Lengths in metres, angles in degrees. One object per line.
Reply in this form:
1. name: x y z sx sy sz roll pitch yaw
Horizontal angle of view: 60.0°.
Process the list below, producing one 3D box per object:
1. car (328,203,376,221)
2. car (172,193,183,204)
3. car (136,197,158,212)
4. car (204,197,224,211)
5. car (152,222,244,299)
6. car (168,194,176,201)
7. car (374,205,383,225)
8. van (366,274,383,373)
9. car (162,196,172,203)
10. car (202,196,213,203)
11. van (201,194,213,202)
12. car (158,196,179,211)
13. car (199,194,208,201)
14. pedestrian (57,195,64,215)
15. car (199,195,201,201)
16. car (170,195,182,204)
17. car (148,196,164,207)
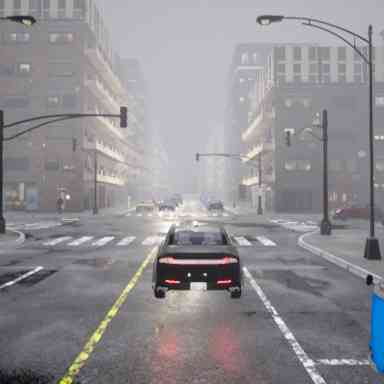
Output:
1. car: 13.715 1.608 28.068 4.097 1.590 1.967 0 -1 1
2. car: -2.895 1.245 62.664 2.150 2.045 5.566 0 0 1
3. car: -5.572 1.539 39.763 1.752 1.417 4.829 1 0 0
4. car: 2.807 1.580 39.911 1.947 1.339 4.313 1 0 0
5. car: 0.123 1.494 8.454 2.128 1.511 4.902 0 0 0
6. car: -5.439 1.481 90.717 1.967 1.590 4.097 1 0 0
7. car: 13.590 1.583 19.687 4.313 1.339 1.947 0 -1 1
8. van: 2.679 1.342 1.965 1.690 1.788 3.998 1 0 0
9. car: -5.484 1.575 73.789 1.887 1.381 4.507 1 0 0
10. car: 2.822 1.567 45.554 2.008 1.369 4.403 1 0 0
11. van: 2.855 1.363 56.838 1.690 1.788 3.998 1 0 0
12. car: -2.995 1.562 40.910 2.033 1.411 5.357 0 0 0
13. car: 2.928 1.352 85.051 2.192 1.841 5.009 1 0 0
14. pedestrian: -12.457 1.217 31.392 0.375 1.860 0.375 0 -1 1
15. car: 2.881 1.553 68.294 1.752 1.417 4.829 1 0 0
16. car: -2.961 1.544 50.813 1.812 1.442 4.674 0 0 0
17. car: -5.542 1.459 51.218 1.967 1.590 4.097 1 0 0
